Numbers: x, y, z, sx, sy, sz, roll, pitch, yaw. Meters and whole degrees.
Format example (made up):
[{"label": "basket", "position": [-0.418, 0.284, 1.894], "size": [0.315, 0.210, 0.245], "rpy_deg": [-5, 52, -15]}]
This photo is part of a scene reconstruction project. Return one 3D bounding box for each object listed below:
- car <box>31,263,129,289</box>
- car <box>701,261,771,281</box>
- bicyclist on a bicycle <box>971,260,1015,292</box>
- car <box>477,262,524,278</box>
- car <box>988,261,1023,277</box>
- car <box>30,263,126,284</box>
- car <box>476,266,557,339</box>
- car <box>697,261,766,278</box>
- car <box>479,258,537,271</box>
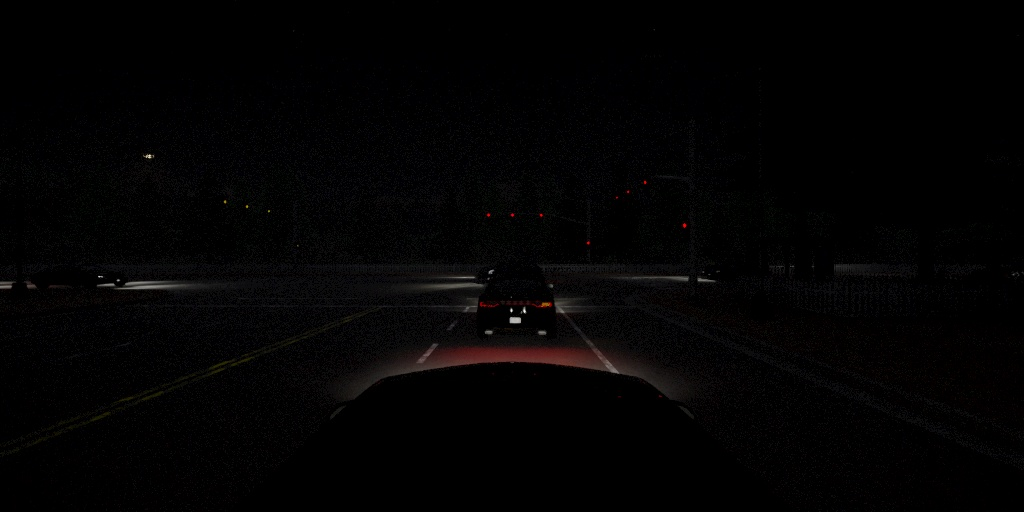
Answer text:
[{"label": "car", "position": [-26.580, 1.220, 22.081], "size": [4.674, 1.442, 1.812], "rpy_deg": [0, 0, 0]}, {"label": "car", "position": [18.325, 1.220, 29.017], "size": [4.674, 1.442, 1.812], "rpy_deg": [0, 0, 1]}, {"label": "bicyclist on a bicycle", "position": [22.821, 0.995, 17.030], "size": [0.582, 1.620, 1.656], "rpy_deg": [0, 0, 0]}, {"label": "car", "position": [-0.988, 1.263, 32.649], "size": [4.181, 1.385, 1.994], "rpy_deg": [0, 0, 0]}, {"label": "car", "position": [43.509, 1.186, 30.292], "size": [4.902, 1.511, 2.128], "rpy_deg": [0, 0, 17]}, {"label": "car", "position": [-30.823, 1.220, 25.566], "size": [4.674, 1.442, 1.812], "rpy_deg": [0, 0, 0]}, {"label": "car", "position": [0.173, 1.228, 10.168], "size": [1.882, 1.535, 5.008], "rpy_deg": [0, 0, 2]}, {"label": "car", "position": [19.812, 1.186, 32.496], "size": [4.902, 1.511, 2.128], "rpy_deg": [0, 0, 1]}, {"label": "car", "position": [-0.114, 1.067, 25.707], "size": [4.553, 1.767, 2.097], "rpy_deg": [0, 1, -28]}]
